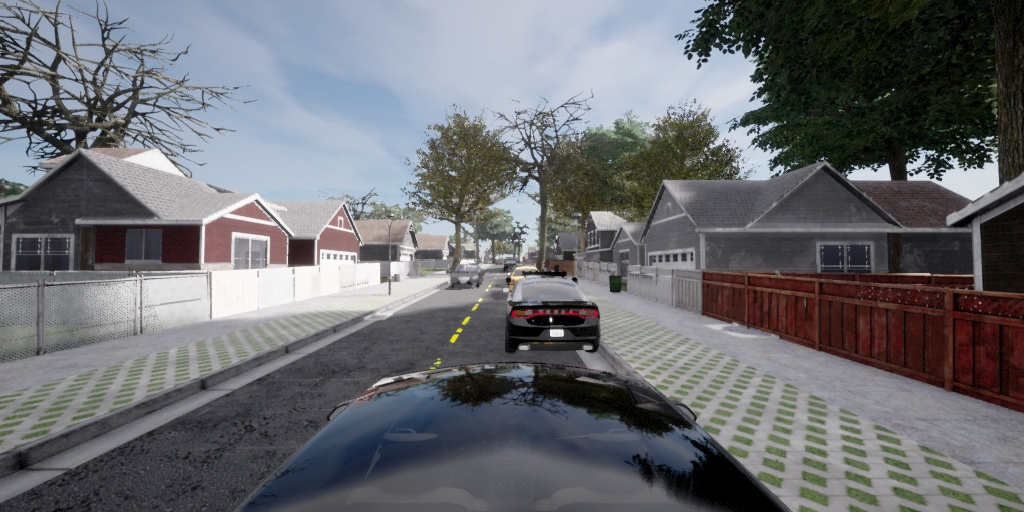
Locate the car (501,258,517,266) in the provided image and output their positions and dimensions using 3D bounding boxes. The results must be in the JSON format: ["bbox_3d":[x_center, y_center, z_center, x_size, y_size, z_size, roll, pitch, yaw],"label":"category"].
[{"bbox_3d":[-0.200,1.345,49.566,1.882,1.535,5.008,0,0,0],"label":"car"}]

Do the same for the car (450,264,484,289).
[{"bbox_3d":[-2.862,1.264,23.598,2.128,1.511,4.902,0,0,0],"label":"car"}]

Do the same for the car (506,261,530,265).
[{"bbox_3d":[0.737,1.221,19.104,1.801,1.575,5.366,0,0,0],"label":"car"}]

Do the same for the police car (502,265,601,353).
[{"bbox_3d":[0.791,1.181,9.017,1.930,1.638,5.238,0,0,0],"label":"police car"}]
